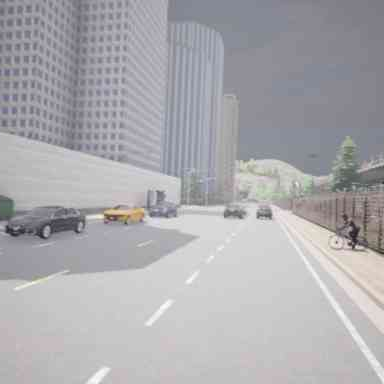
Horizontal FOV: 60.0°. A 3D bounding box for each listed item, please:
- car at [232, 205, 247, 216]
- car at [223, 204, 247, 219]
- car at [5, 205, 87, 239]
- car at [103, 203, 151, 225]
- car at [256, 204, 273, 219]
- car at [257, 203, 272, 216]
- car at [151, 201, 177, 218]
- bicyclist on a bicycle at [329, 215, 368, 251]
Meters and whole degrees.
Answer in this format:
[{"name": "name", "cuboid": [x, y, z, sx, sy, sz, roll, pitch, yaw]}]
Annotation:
[{"name": "car", "cuboid": [7.274, 2.769, 50.325, 1.895, 1.301, 4.718, 2, -1, 13]}, {"name": "car", "cuboid": [5.117, 2.252, 40.262, 2.097, 1.767, 4.553, 2, -1, 13]}, {"name": "car", "cuboid": [-7.285, 1.457, 17.140, 1.837, 1.490, 4.892, 2, -1, 13]}, {"name": "car", "cuboid": [-5.249, 1.679, 26.379, 1.882, 1.535, 5.008, 2, -1, 12]}, {"name": "car", "cuboid": [9.106, 2.597, 41.895, 2.128, 1.511, 4.902, 2, -1, 12]}, {"name": "car", "cuboid": [11.420, 2.740, 52.422, 2.097, 1.767, 4.553, 2, -1, 13]}, {"name": "car", "cuboid": [-3.062, 1.819, 36.223, 2.097, 1.767, 4.553, 2, -1, 13]}, {"name": "bicyclist on a bicycle", "cuboid": [7.088, 1.857, 15.084, 1.656, 1.620, 0.582, 2, -1, 12]}]
